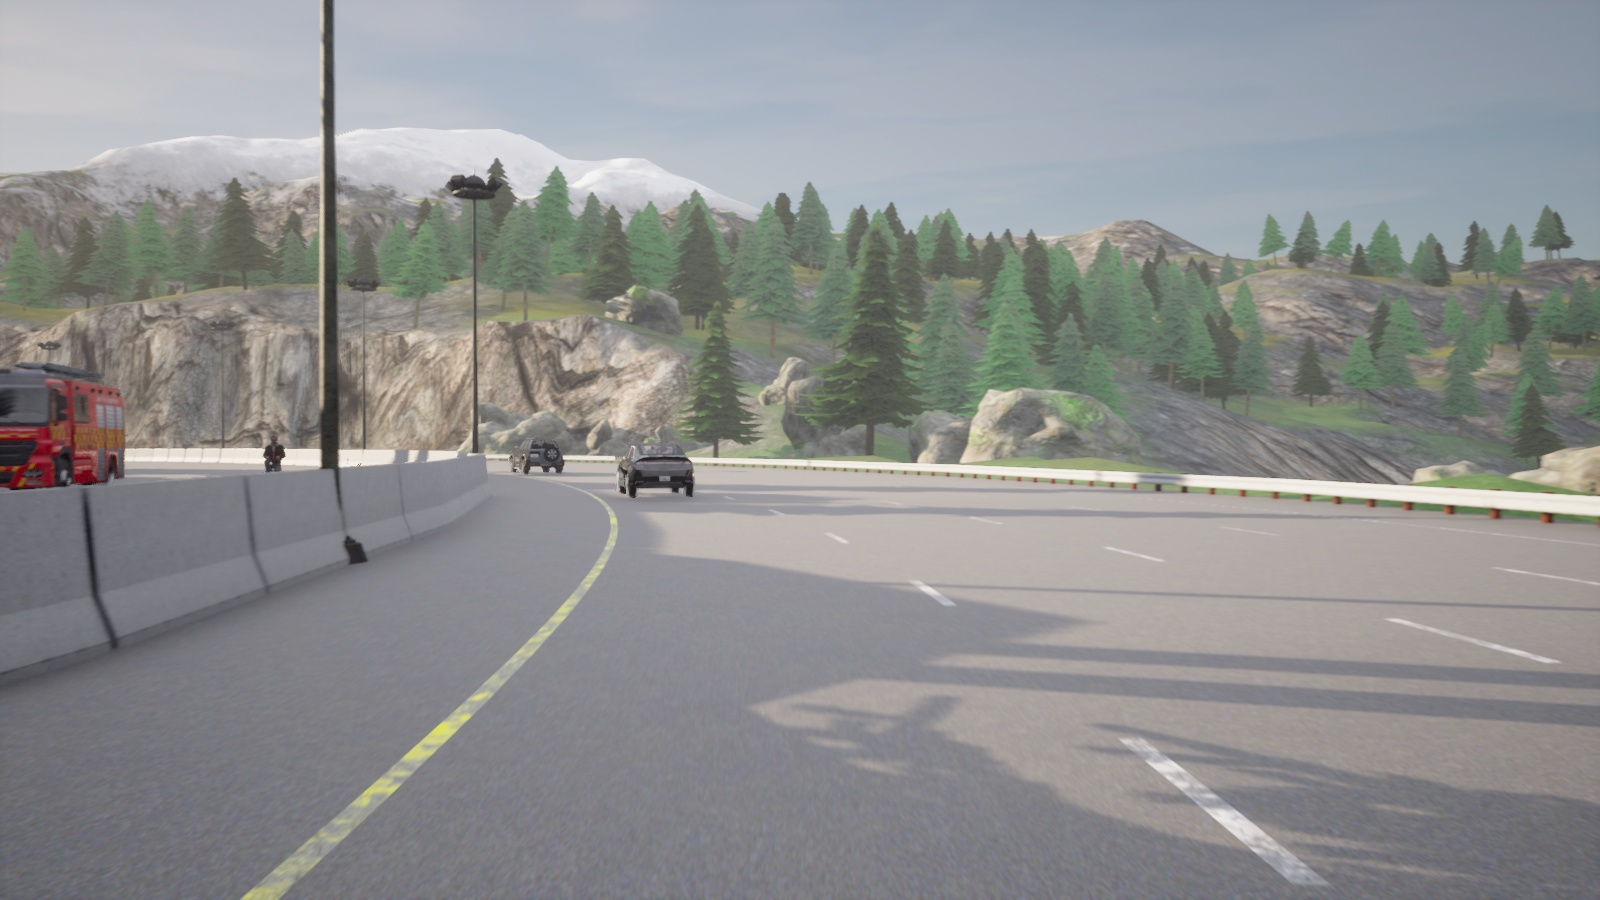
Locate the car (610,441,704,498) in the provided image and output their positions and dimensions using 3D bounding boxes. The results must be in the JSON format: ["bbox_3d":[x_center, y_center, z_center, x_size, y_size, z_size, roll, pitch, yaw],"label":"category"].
[{"bbox_3d":[-4.212,0.509,36.281,2.128,1.511,4.902,0,0,-13],"label":"car"}]

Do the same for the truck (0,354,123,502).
[{"bbox_3d":[-22.269,-0.580,36.371,2.891,3.827,8.468,0,0,-16],"label":"truck"}]

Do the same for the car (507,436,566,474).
[{"bbox_3d":[-13.193,0.238,62.775,1.932,1.855,4.605,0,0,-24],"label":"car"}]
